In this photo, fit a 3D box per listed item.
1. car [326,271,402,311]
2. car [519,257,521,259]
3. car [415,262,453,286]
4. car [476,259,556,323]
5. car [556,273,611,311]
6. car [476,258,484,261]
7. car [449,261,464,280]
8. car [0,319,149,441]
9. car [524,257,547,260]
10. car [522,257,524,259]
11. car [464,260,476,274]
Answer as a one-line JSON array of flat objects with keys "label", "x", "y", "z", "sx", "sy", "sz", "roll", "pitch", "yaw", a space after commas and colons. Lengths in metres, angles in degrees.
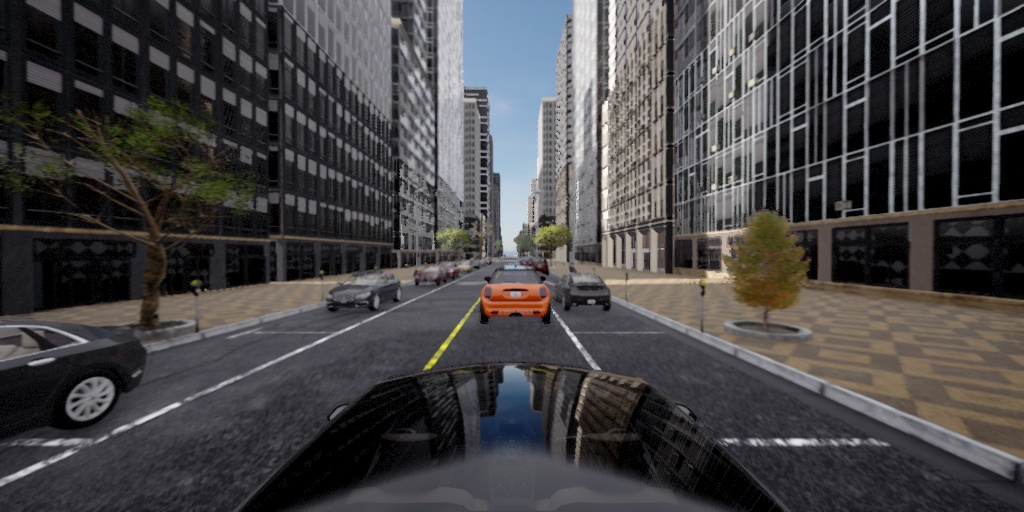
[{"label": "car", "x": -5.689, "y": 1.306, "z": 14.289, "sx": 2.007, "sy": 1.370, "sz": 4.403, "roll": 0, "pitch": 0, "yaw": 0}, {"label": "car", "x": 2.700, "y": 1.212, "z": 65.441, "sx": 1.967, "sy": 1.591, "sz": 4.097, "roll": 0, "pitch": 0, "yaw": 0}, {"label": "car", "x": -5.687, "y": 1.342, "z": 25.656, "sx": 1.802, "sy": 1.307, "sz": 4.207, "roll": 0, "pitch": 0, "yaw": 0}, {"label": "car", "x": 0.104, "y": 1.106, "z": 12.286, "sx": 2.097, "sy": 1.767, "sz": 4.553, "roll": 0, "pitch": 0, "yaw": 0}, {"label": "car", "x": 2.692, "y": 1.306, "z": 14.287, "sx": 2.007, "sy": 1.370, "sz": 4.403, "roll": 0, "pitch": 0, "yaw": 0}, {"label": "car", "x": -5.683, "y": 1.335, "z": 54.075, "sx": 1.948, "sy": 1.339, "sz": 4.313, "roll": 0, "pitch": 0, "yaw": 0}, {"label": "car", "x": -5.686, "y": 1.202, "z": 31.340, "sx": 1.967, "sy": 1.591, "sz": 4.097, "roll": 0, "pitch": 0, "yaw": 0}, {"label": "car", "x": -5.691, "y": 1.301, "z": 2.922, "sx": 2.007, "sy": 1.370, "sz": 4.403, "roll": 0, "pitch": 0, "yaw": 0}, {"label": "car", "x": 2.695, "y": 1.079, "z": 37.023, "sx": 2.192, "sy": 1.841, "sz": 5.009, "roll": 0, "pitch": 0, "yaw": 0}, {"label": "car", "x": 2.696, "y": 1.081, "z": 42.707, "sx": 2.192, "sy": 1.841, "sz": 5.009, "roll": 0, "pitch": 0, "yaw": 0}, {"label": "car", "x": -5.684, "y": 1.291, "z": 42.538, "sx": 1.751, "sy": 1.417, "sz": 4.829, "roll": 0, "pitch": 0, "yaw": 0}]
